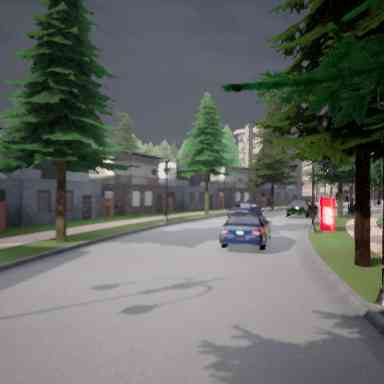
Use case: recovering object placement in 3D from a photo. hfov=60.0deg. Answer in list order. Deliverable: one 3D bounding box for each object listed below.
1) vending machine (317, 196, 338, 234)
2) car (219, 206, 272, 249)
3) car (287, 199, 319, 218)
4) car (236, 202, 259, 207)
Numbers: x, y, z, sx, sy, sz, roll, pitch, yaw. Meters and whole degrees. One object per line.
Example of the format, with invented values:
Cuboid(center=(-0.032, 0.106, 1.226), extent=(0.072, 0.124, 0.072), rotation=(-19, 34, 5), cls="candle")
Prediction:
Cuboid(center=(7.833, 1.291, 19.233), extent=(1.100, 2.100, 0.880), rotation=(0, 0, 22), cls="vending machine")
Cuboid(center=(2.508, 1.600, 14.960), extent=(2.033, 1.411, 5.357), rotation=(0, 0, 16), cls="car")
Cuboid(center=(10.786, 1.498, 32.232), extent=(2.097, 1.767, 4.553), rotation=(0, 0, 33), cls="car")
Cuboid(center=(4.732, 1.629, 29.478), extent=(1.812, 1.442, 4.674), rotation=(0, 0, 30), cls="car")
